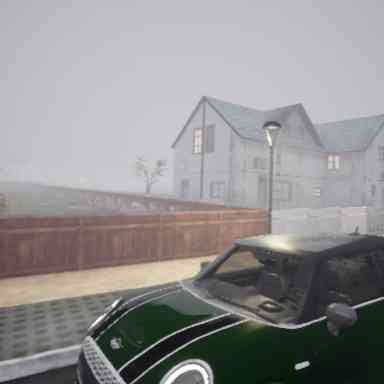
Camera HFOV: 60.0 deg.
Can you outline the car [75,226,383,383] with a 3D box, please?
[{"bbox_3d":[1.089,1.337,3.880,4.553,1.767,2.097,1,1,-33],"label":"car"}]
